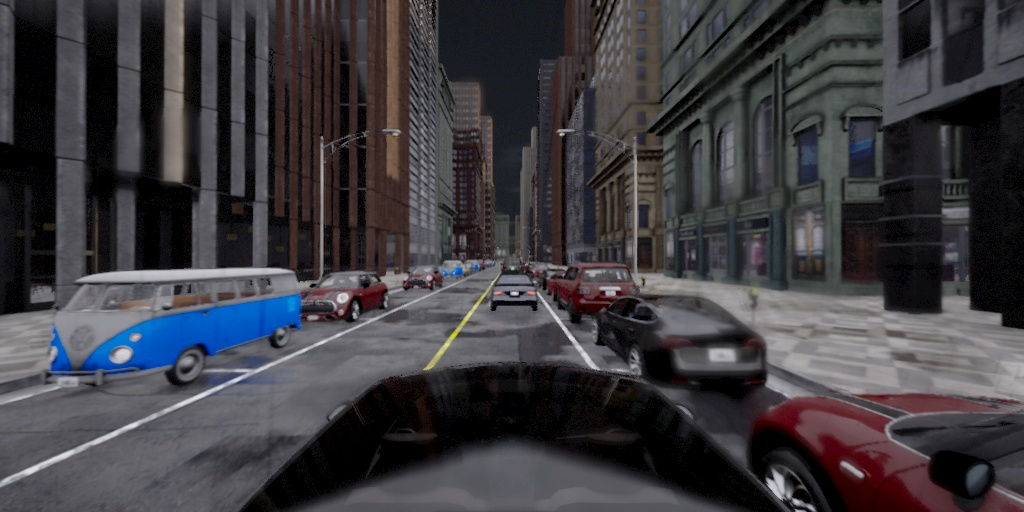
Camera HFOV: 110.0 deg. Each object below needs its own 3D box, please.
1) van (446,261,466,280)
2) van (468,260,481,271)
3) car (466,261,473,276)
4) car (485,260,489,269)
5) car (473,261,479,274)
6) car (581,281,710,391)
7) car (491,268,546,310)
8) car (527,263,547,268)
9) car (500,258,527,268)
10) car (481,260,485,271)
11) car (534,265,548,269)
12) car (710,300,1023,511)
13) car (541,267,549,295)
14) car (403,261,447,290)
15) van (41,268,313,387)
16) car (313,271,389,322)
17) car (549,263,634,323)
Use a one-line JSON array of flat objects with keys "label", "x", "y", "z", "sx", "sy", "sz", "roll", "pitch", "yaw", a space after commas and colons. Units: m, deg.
[{"label": "van", "x": -5.803, "y": 1.362, "z": 34.937, "sx": 1.690, "sy": 1.789, "sz": 3.998, "roll": 0, "pitch": 0, "yaw": 0}, {"label": "van", "x": -5.824, "y": 1.505, "z": 51.846, "sx": 1.690, "sy": 1.789, "sz": 3.998, "roll": 0, "pitch": 0, "yaw": 0}, {"label": "car", "x": -5.809, "y": 1.593, "z": 40.404, "sx": 1.751, "sy": 1.417, "sz": 4.829, "roll": 0, "pitch": 0, "yaw": 0}, {"label": "car", "x": -5.838, "y": 1.575, "z": 63.119, "sx": 2.192, "sy": 1.841, "sz": 5.009, "roll": 0, "pitch": 0, "yaw": 0}, {"label": "car", "x": -5.817, "y": 1.666, "z": 46.209, "sx": 2.007, "sy": 1.370, "sz": 4.403, "roll": 0, "pitch": 0, "yaw": 0}, {"label": "car", "x": 2.757, "y": 1.357, "z": 6.775, "sx": 1.948, "sy": 1.339, "sz": 4.313, "roll": 0, "pitch": 0, "yaw": 0}, {"label": "car", "x": 0.085, "y": 1.408, "z": 15.224, "sx": 2.033, "sy": 1.411, "sz": 5.357, "roll": 0, "pitch": 0, "yaw": 0}, {"label": "car", "x": 2.722, "y": 1.461, "z": 34.955, "sx": 1.967, "sy": 1.591, "sz": 4.097, "roll": 0, "pitch": 0, "yaw": 0}, {"label": "car", "x": 0.061, "y": 1.241, "z": 34.714, "sx": 2.150, "sy": 2.045, "sz": 5.566, "roll": 0, "pitch": 0, "yaw": 0}, {"label": "car", "x": -5.831, "y": 1.652, "z": 57.482, "sx": 1.967, "sy": 1.591, "sz": 4.097, "roll": 0, "pitch": 0, "yaw": 0}, {"label": "car", "x": 2.736, "y": 1.495, "z": 23.684, "sx": 1.948, "sy": 1.339, "sz": 4.313, "roll": 0, "pitch": 0, "yaw": 0}, {"label": "car", "x": 2.764, "y": 1.185, "z": 1.138, "sx": 1.967, "sy": 1.591, "sz": 4.097, "roll": 0, "pitch": 0, "yaw": 0}, {"label": "car", "x": 2.743, "y": 1.428, "z": 18.048, "sx": 1.888, "sy": 1.381, "sz": 4.507, "roll": 0, "pitch": 0, "yaw": 0}, {"label": "car", "x": -5.789, "y": 1.369, "z": 23.665, "sx": 1.967, "sy": 1.591, "sz": 4.097, "roll": 0, "pitch": 0, "yaw": 0}, {"label": "van", "x": -5.768, "y": 1.132, "z": 6.755, "sx": 1.690, "sy": 1.789, "sz": 3.998, "roll": 0, "pitch": 0, "yaw": 0}, {"label": "car", "x": -5.775, "y": 1.277, "z": 12.392, "sx": 1.967, "sy": 1.591, "sz": 4.097, "roll": 0, "pitch": 0, "yaw": 0}, {"label": "car", "x": 2.750, "y": 1.152, "z": 12.411, "sx": 2.192, "sy": 1.841, "sz": 5.009, "roll": 0, "pitch": 0, "yaw": 0}]
